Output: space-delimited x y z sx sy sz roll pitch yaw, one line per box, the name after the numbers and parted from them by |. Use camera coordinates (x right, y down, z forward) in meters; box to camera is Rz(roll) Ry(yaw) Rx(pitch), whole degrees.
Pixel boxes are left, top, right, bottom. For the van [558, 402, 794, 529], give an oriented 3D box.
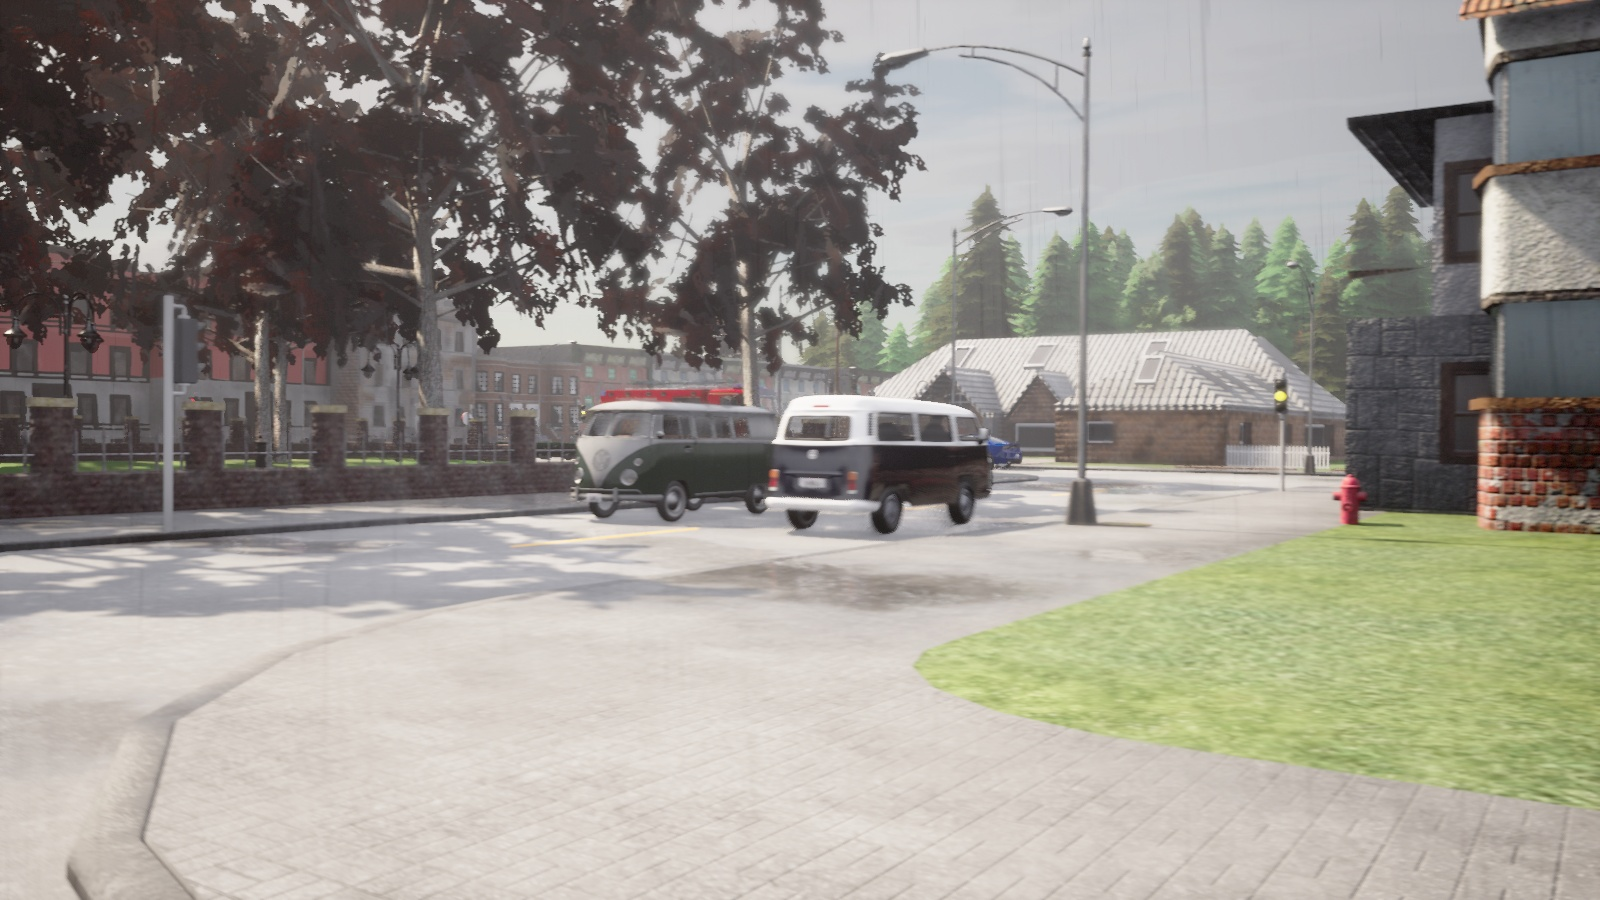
-2.029 0.202 21.995 1.775 1.987 4.442 0 1 31 | van

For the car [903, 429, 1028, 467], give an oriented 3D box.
7.063 -0.091 53.952 5.008 1.535 1.882 0 1 34 | car

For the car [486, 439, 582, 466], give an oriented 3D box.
-13.229 0.101 62.358 4.718 1.301 1.895 0 1 33 | car

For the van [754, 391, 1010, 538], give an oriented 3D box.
1.428 0.171 19.853 2.069 2.038 4.480 0 1 34 | van

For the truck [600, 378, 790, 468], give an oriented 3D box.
-4.824 -1.164 56.811 8.468 3.827 2.891 0 1 32 | truck
